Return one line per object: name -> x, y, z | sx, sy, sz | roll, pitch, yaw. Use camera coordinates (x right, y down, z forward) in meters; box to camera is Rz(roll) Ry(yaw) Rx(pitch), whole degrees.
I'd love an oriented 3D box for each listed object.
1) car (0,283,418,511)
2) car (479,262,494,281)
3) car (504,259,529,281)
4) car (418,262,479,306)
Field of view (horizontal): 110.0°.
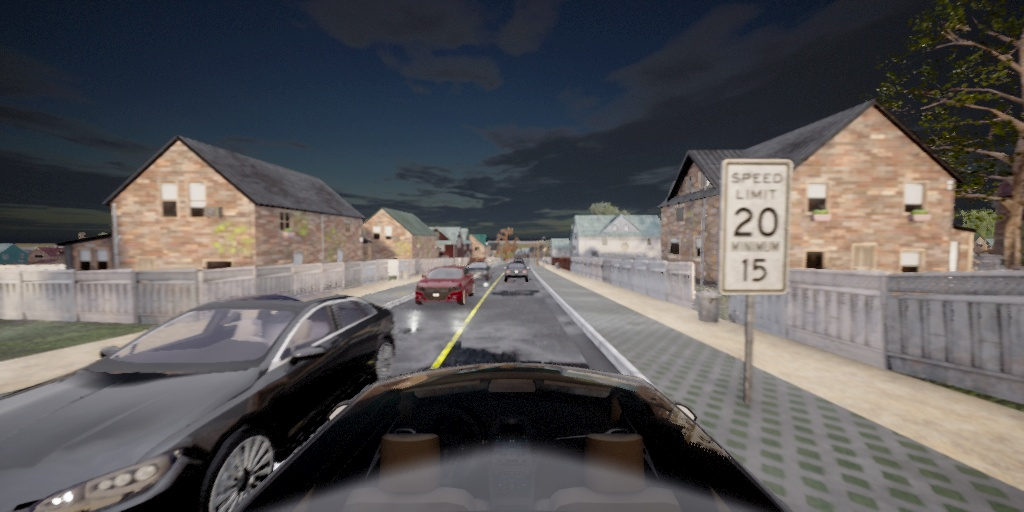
car -> -2.831, 1.228, 4.081 | 2.128, 1.511, 4.902 | 0, 0, 0
car -> -2.580, 1.169, 28.259 | 1.812, 1.442, 4.674 | 0, 0, 1
car -> 0.359, 1.195, 28.394 | 2.033, 1.411, 5.357 | 0, 0, 1
car -> -2.762, 1.158, 15.666 | 1.882, 1.535, 5.008 | 0, 0, 1
